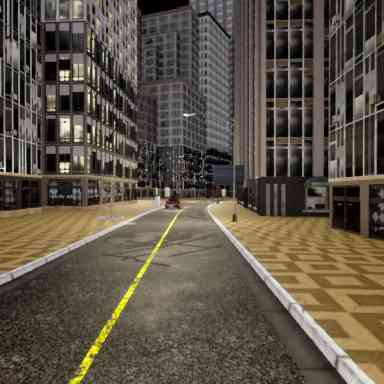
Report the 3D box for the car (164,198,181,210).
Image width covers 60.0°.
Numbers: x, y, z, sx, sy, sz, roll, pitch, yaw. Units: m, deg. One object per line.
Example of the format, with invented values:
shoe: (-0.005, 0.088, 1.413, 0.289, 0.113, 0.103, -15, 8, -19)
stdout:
car: (-2.520, 1.581, 44.695, 1.812, 1.442, 4.674, 0, 0, 3)
